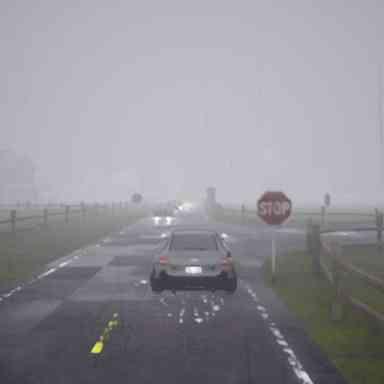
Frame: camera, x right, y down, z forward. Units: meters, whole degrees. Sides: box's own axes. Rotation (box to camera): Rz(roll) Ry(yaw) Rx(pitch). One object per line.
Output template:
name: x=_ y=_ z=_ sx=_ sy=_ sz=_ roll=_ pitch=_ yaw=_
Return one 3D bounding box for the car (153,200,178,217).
car: x=-2.867 y=1.814 z=34.535 sx=1.994 sy=1.385 sz=4.181 roll=0 pitch=0 yaw=0

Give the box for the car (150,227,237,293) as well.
car: x=0.056 y=1.633 z=9.042 sx=1.994 sy=1.385 sz=4.181 roll=0 pitch=0 yaw=1

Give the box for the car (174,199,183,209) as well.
car: x=-2.872 y=1.892 z=48.964 sx=2.033 sy=1.411 sz=5.357 roll=0 pitch=0 yaw=0

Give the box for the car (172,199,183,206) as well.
car: x=-2.809 y=2.041 z=64.476 sx=1.895 sy=1.301 sz=4.718 roll=0 pitch=0 yaw=0
